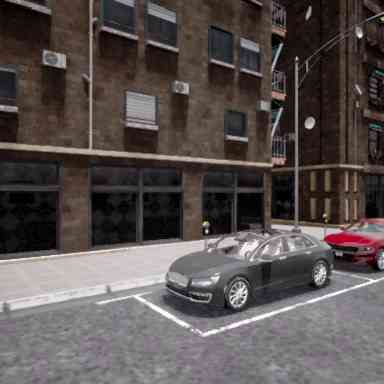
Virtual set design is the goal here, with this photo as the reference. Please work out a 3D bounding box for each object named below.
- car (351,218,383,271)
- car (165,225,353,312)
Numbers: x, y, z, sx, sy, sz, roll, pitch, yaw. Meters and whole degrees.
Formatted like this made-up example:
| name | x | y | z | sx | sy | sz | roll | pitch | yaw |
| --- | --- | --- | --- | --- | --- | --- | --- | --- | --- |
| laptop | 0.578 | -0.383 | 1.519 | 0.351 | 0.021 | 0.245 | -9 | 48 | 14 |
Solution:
| name | x | y | z | sx | sy | sz | roll | pitch | yaw |
| --- | --- | --- | --- | --- | --- | --- | --- | --- | --- |
| car | 6.066 | 1.541 | 10.885 | 4.507 | 1.381 | 1.887 | 0 | 0 | -36 |
| car | 1.478 | 1.549 | 7.612 | 4.403 | 1.369 | 2.008 | 0 | 0 | -36 |
